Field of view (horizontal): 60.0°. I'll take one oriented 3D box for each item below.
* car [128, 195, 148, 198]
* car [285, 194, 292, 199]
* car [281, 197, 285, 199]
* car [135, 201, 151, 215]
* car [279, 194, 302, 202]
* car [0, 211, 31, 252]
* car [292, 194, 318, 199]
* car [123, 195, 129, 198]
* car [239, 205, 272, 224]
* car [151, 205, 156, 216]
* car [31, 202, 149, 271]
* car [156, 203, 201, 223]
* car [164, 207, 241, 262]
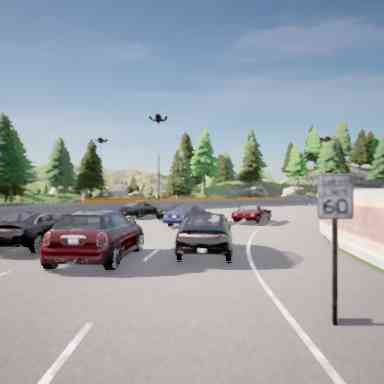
[{"bbox_3d":[-14.777,1.684,91.252,2.033,1.411,5.357,0,0,13],"label":"car"},{"bbox_3d":[22.281,1.434,67.987,4.892,1.490,1.837,-1,0,-15],"label":"car"},{"bbox_3d":[22.294,1.430,71.597,4.892,1.490,1.837,-1,0,-15],"label":"car"},{"bbox_3d":[-4.632,1.570,29.982,1.812,1.442,4.674,0,0,27],"label":"car"},{"bbox_3d":[22.333,1.282,75.215,4.553,1.767,2.097,-1,0,-15],"label":"car"},{"bbox_3d":[-6.284,1.514,13.655,2.128,1.511,4.902,0,0,8],"label":"car"},{"bbox_3d":[22.470,1.428,64.414,4.892,1.490,1.837,-1,0,-16],"label":"car"},{"bbox_3d":[-17.987,1.624,92.832,1.882,1.535,5.008,0,0,13],"label":"car"},{"bbox_3d":[4.675,1.640,25.301,1.895,1.301,4.718,0,0,27],"label":"car"},{"bbox_3d":[-1.303,1.607,28.787,1.994,1.385,4.181,0,0,28],"label":"car"},{"bbox_3d":[-3.069,1.370,11.196,2.097,1.767,4.553,0,0,5],"label":"car"},{"bbox_3d":[-0.181,1.584,23.140,2.033,1.411,5.357,0,0,22],"label":"car"},{"bbox_3d":[0.551,1.511,12.218,2.128,1.511,4.902,0,0,6],"label":"car"}]
